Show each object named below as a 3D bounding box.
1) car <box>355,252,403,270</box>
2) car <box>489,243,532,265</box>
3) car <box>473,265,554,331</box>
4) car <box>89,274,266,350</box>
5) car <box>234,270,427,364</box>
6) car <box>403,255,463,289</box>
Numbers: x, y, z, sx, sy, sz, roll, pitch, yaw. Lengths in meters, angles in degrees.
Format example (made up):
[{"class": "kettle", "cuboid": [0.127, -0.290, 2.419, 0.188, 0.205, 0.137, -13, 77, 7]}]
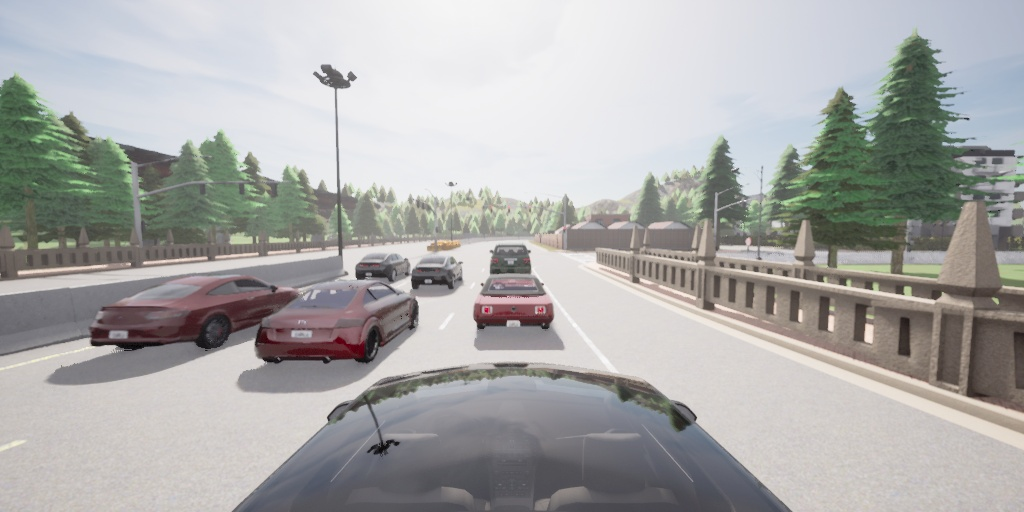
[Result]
[{"class": "car", "cuboid": [-7.091, 0.529, 20.077, 1.837, 1.490, 4.892, 0, 3, -1]}, {"class": "car", "cuboid": [-0.089, 0.251, 20.095, 2.150, 2.045, 5.566, 0, 4, -1]}, {"class": "car", "cuboid": [0.016, 1.165, 10.372, 1.895, 1.301, 4.718, 0, 2, -1]}, {"class": "car", "cuboid": [-6.967, 1.152, 8.623, 1.812, 1.442, 4.674, 0, 2, -1]}, {"class": "car", "cuboid": [-3.468, 1.212, 7.929, 1.994, 1.385, 4.181, 0, 1, 0]}, {"class": "car", "cuboid": [-3.563, 0.683, 17.556, 1.837, 1.490, 4.892, 0, 3, -1]}]
